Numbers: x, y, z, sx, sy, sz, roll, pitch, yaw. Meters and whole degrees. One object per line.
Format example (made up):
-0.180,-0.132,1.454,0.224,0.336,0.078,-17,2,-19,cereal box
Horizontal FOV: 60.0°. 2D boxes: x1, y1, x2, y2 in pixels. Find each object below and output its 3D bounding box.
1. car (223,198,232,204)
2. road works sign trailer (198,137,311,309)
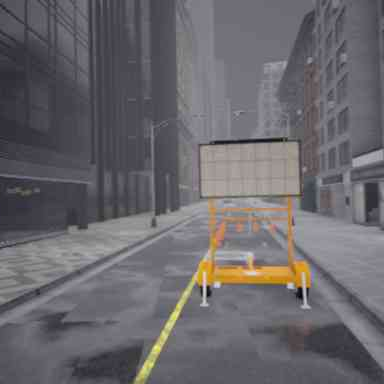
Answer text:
8.672,2.263,80.811,2.033,1.411,5.357,-1,-1,8,car
1.399,0.531,8.071,2.380,3.560,2.880,-1,-1,8,road works sign trailer
